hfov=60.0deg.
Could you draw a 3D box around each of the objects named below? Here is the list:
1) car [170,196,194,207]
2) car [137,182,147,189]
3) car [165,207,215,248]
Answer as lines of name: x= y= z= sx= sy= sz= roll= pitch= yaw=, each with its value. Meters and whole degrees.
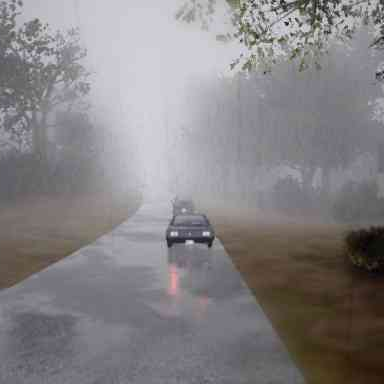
car: x=-0.838 y=1.134 z=29.711 sx=1.837 sy=1.490 sz=4.892 roll=0 pitch=2 yaw=-4
car: x=-11.392 y=-1.525 z=75.606 sx=2.033 sy=1.411 sz=5.357 roll=1 pitch=3 yaw=-15
car: x=-0.121 y=1.576 z=14.703 sx=1.895 sy=1.301 sz=4.718 roll=0 pitch=1 yaw=-1
